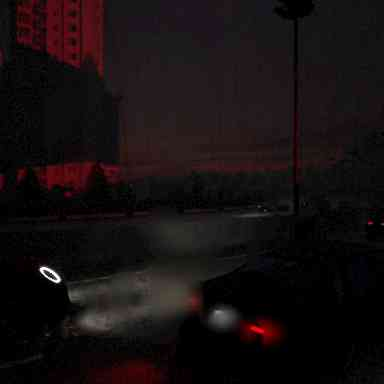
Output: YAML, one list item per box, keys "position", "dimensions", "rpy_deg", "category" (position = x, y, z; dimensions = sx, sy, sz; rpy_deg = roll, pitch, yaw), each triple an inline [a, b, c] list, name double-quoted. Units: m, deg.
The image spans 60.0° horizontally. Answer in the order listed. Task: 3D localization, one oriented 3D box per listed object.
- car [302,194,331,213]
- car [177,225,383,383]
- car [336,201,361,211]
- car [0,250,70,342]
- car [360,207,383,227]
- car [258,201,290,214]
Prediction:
- position: [14.410, 1.300, 38.170]
  dimensions: [2.150, 2.045, 5.566]
  rpy_deg: [0, -1, 34]
  category: "car"
- position: [2.354, 1.548, 5.508]
  dimensions: [5.357, 1.411, 2.033]
  rpy_deg: [0, 0, -37]
  category: "car"
- position: [16.930, 1.633, 35.751]
  dimensions: [1.994, 1.385, 4.181]
  rpy_deg: [0, 0, 35]
  category: "car"
- position: [-4.291, 1.352, 4.988]
  dimensions: [4.553, 1.767, 2.097]
  rpy_deg: [0, 0, -35]
  category: "car"
- position: [10.759, 1.563, 17.288]
  dimensions: [5.357, 1.411, 2.033]
  rpy_deg: [0, 0, -45]
  category: "car"
- position: [9.034, 1.663, 36.689]
  dimensions: [1.895, 1.301, 4.718]
  rpy_deg: [0, 0, 37]
  category: "car"
